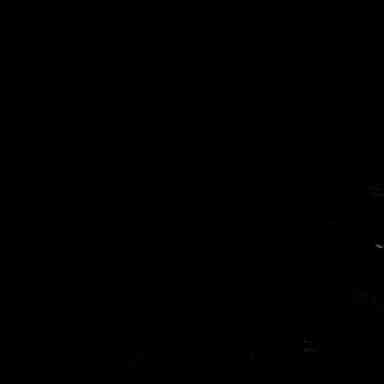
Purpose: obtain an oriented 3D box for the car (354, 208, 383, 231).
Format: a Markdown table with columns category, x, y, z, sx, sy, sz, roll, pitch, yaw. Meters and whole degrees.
| category | x | y | z | sx | sy | sz | roll | pitch | yaw |
| --- | --- | --- | --- | --- | --- | --- | --- | --- | --- |
| car | 10.225 | 1.659 | 17.735 | 1.837 | 1.490 | 4.892 | -3 | -2 | 7 |
